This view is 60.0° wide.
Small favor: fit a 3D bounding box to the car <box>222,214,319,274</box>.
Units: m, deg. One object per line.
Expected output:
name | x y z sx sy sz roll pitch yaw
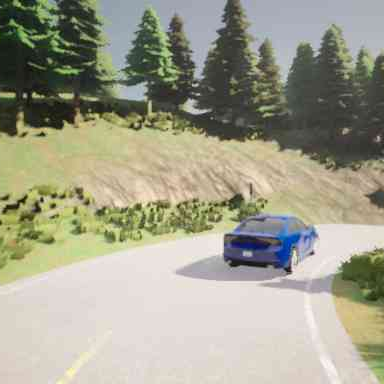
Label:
car | 2.724 1.455 10.764 1.882 1.535 5.008 0 0 31
